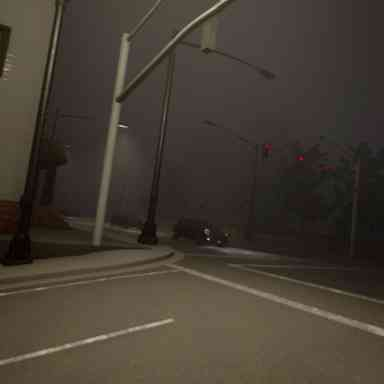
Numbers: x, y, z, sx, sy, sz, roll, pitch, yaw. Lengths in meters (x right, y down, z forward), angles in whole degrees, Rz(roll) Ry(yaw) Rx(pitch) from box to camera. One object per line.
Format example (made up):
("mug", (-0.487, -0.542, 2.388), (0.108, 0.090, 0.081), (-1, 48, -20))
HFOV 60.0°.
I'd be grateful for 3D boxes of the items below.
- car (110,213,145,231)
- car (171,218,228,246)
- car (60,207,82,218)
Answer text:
("car", (-6.418, 2.862, 33.056), (1.882, 1.535, 5.008), (11, -6, -36))
("car", (0.520, 2.713, 23.602), (2.097, 1.767, 4.553), (11, -6, -36))
("car", (-17.750, 2.981, 48.629), (2.033, 1.411, 5.357), (11, -6, -35))
